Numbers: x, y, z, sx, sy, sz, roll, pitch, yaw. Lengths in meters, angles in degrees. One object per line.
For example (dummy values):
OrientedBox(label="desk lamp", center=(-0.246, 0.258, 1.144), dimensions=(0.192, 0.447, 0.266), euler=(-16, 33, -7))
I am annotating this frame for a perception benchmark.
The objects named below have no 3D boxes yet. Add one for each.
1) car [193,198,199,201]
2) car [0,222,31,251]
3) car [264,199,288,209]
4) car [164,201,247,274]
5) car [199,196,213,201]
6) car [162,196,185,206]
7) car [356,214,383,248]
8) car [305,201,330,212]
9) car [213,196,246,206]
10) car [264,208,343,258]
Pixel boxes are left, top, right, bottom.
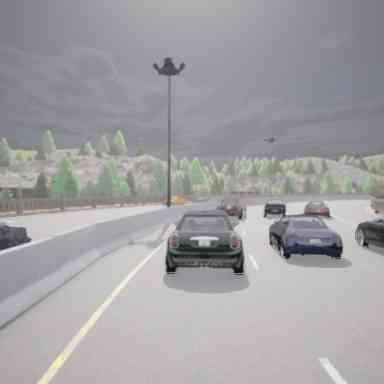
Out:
OrientedBox(label="car", center=(1.867, 1.416, 52.985), dimensions=(1.882, 1.535, 5.008), euler=(0, 0, 29))
OrientedBox(label="car", center=(-6.851, 1.536, 9.687), dimensions=(2.033, 1.411, 5.357), euler=(0, 0, 3))
OrientedBox(label="car", center=(7.662, 1.406, 30.387), dimensions=(1.882, 1.535, 5.008), euler=(0, 0, 16))
OrientedBox(label="car", center=(0.462, 1.334, 10.686), dimensions=(2.097, 1.767, 4.553), euler=(0, 0, 4))
OrientedBox(label="car", center=(3.226, 1.408, 48.003), dimensions=(1.882, 1.535, 5.008), euler=(0, 0, 26))
OrientedBox(label="car", center=(-2.790, 1.436, 51.630), dimensions=(1.882, 1.535, 5.008), euler=(0, 0, 26))
OrientedBox(label="car", center=(7.553, 1.465, 11.822), dimensions=(2.128, 1.511, 4.902), euler=(0, 0, 5))
OrientedBox(label="car", center=(11.078, 1.482, 29.537), dimensions=(1.994, 1.385, 4.181), euler=(0, 0, 17))
OrientedBox(label="car", center=(3.473, 1.297, 28.345), dimensions=(2.097, 1.767, 4.553), euler=(0, 0, 15))
OrientedBox(label="car", center=(4.131, 1.538, 12.666), dimensions=(1.994, 1.385, 4.181), euler=(0, 0, 5))
